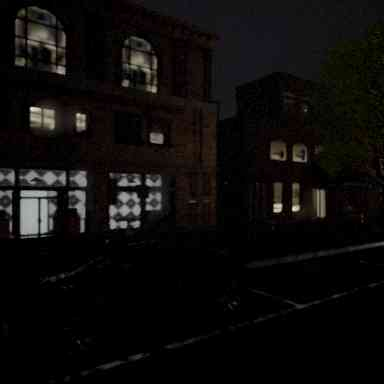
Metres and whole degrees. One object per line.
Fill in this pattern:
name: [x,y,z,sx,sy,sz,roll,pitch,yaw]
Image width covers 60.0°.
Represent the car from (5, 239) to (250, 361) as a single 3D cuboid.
car: [-0.842,1.592,5.966,4.313,1.339,1.947,1,-1,-36]
